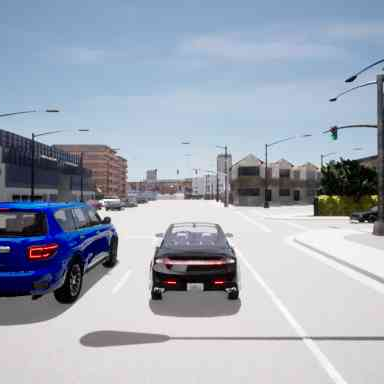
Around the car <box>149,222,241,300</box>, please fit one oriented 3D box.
[{"bbox_3d":[0.062,1.507,8.422,2.128,1.511,4.902,0,0,0],"label":"car"}]

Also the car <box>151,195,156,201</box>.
[{"bbox_3d":[-10.566,1.686,86.836,1.837,1.490,4.892,0,0,0],"label":"car"}]

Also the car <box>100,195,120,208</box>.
[{"bbox_3d":[-14.122,1.651,57.553,2.150,2.045,5.566,0,0,0],"label":"car"}]

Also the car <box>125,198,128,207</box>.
[{"bbox_3d":[-10.631,1.939,46.126,1.994,1.385,4.181,0,0,0],"label":"car"}]

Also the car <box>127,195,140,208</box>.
[{"bbox_3d":[-10.623,1.784,56.577,2.097,1.767,4.553,0,0,0],"label":"car"}]

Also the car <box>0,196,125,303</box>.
[{"bbox_3d":[-3.439,1.240,8.379,2.150,2.045,5.566,0,0,0],"label":"car"}]

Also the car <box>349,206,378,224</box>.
[{"bbox_3d":[15.081,1.686,25.544,5.357,1.411,2.033,0,-1,0],"label":"car"}]

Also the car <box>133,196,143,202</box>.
[{"bbox_3d":[-14.066,1.685,86.471,1.837,1.490,4.892,0,0,0],"label":"car"}]

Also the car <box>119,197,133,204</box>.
[{"bbox_3d":[-14.054,1.897,71.132,1.895,1.301,4.718,0,1,0],"label":"car"}]

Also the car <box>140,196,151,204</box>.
[{"bbox_3d":[-10.554,1.796,71.477,1.837,1.490,4.892,0,1,0],"label":"car"}]

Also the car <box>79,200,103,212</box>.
[{"bbox_3d":[-14.136,1.862,46.910,1.882,1.535,5.008,0,-1,0],"label":"car"}]
